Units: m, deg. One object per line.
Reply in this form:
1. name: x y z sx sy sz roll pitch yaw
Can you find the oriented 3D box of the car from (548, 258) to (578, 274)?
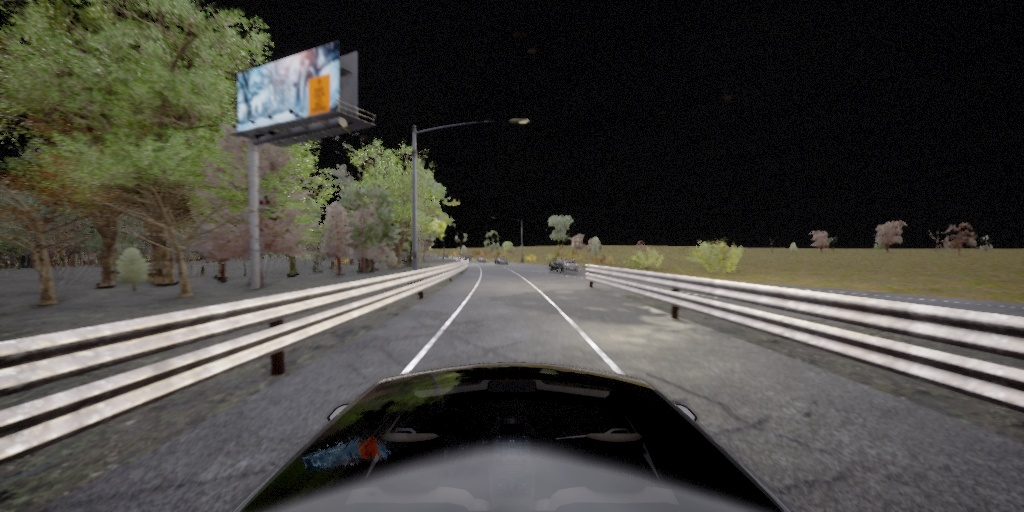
1. car: 5.252 0.996 37.449 2.128 1.511 4.902 -1 0 -14
